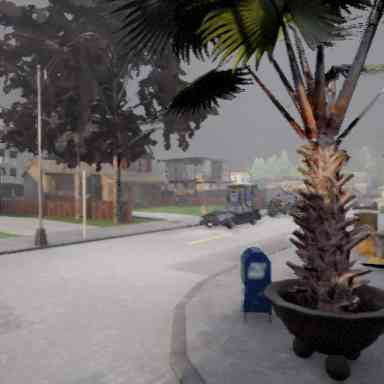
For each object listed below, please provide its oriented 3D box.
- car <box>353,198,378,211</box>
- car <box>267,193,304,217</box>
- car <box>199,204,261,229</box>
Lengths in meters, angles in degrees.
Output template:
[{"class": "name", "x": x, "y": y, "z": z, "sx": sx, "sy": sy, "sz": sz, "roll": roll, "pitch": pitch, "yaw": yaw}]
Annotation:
[{"class": "car", "x": 19.108, "y": 1.337, "z": 36.611, "sx": 1.994, "sy": 1.385, "sz": 4.181, "roll": -1, "pitch": 0, "yaw": 37}, {"class": "car", "x": 8.784, "y": 1.108, "z": 29.877, "sx": 2.150, "sy": 2.045, "sz": 5.566, "roll": -1, "pitch": 0, "yaw": 37}, {"class": "car", "x": 2.660, "y": 1.503, "z": 21.742, "sx": 2.033, "sy": 1.411, "sz": 5.357, "roll": -1, "pitch": 0, "yaw": 37}]
